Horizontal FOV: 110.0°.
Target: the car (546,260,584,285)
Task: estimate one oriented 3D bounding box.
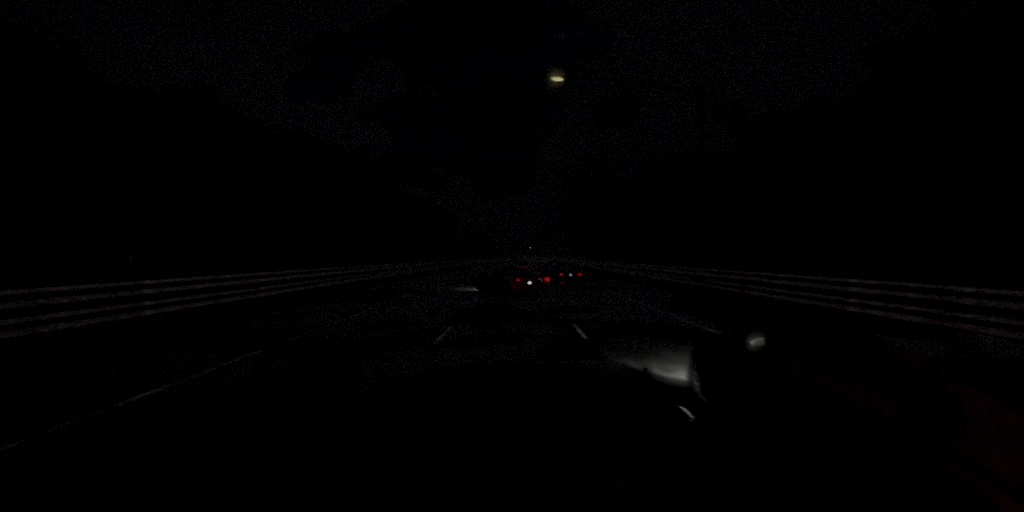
[{"bbox_3d":[3.780,1.244,25.281,2.033,1.411,5.357,0,0,1],"label":"car"}]

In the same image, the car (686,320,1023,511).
[{"bbox_3d":[3.497,1.310,3.473,1.994,1.385,4.181,0,0,0],"label":"car"}]

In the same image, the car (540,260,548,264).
[{"bbox_3d":[4.101,1.221,36.181,1.812,1.442,4.674,0,0,2],"label":"car"}]

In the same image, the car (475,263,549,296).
[{"bbox_3d":[-0.265,1.266,19.122,1.994,1.385,4.181,0,0,-35],"label":"car"}]
